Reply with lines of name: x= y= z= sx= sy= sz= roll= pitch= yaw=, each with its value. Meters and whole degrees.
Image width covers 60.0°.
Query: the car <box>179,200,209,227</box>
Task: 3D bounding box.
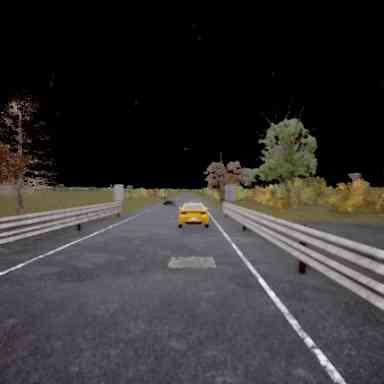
car: x=0.105 y=1.476 z=22.816 sx=1.882 sy=1.535 sz=5.008 roll=0 pitch=0 yaw=0

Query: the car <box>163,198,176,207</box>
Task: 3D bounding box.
car: x=-3.556 y=1.598 z=52.639 sx=1.895 sy=1.301 sz=4.718 roll=0 pitch=0 yaw=0

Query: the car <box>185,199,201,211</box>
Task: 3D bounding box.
car: x=0.113 y=1.598 z=41.930 sx=1.895 sy=1.301 sz=4.718 roll=0 pitch=0 yaw=0
